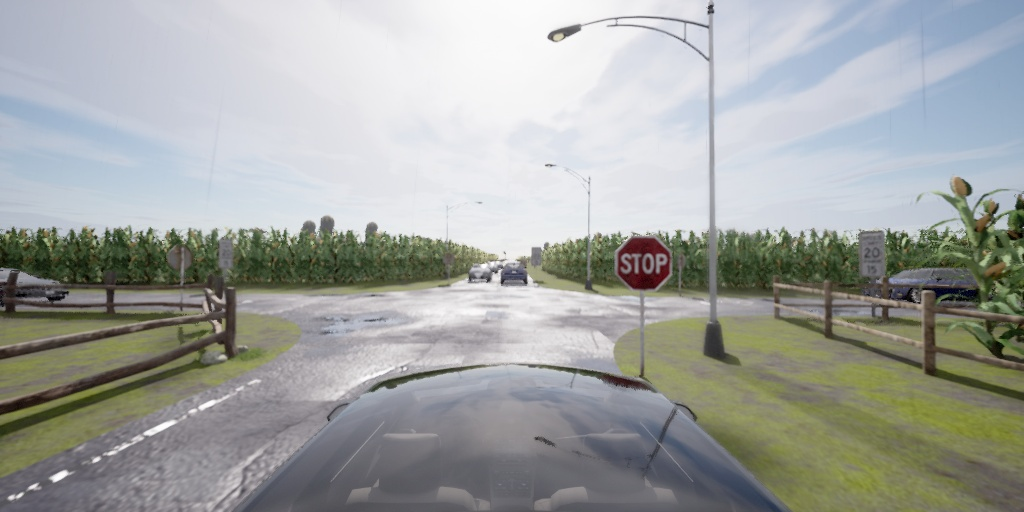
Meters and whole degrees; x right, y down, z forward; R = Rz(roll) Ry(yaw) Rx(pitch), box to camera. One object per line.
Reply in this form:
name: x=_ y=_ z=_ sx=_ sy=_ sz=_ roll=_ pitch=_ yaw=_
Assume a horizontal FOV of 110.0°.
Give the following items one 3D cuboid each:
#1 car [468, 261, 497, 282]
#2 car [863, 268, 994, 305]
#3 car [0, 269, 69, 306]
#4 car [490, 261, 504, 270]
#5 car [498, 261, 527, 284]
car: x=-2.774 y=1.453 z=32.042 sx=2.128 sy=1.511 sz=4.902 roll=0 pitch=0 yaw=0
car: x=19.913 y=1.371 z=17.317 sx=4.553 sy=1.767 sz=2.097 roll=0 pitch=-1 yaw=1
car: x=-21.455 y=1.239 z=14.885 sx=4.674 sy=1.442 sz=1.812 roll=0 pitch=-1 yaw=1
car: x=-2.621 y=1.662 z=63.922 sx=2.128 sy=1.511 sz=4.902 roll=0 pitch=0 yaw=1
car: x=0.168 y=1.299 z=29.839 sx=2.097 sy=1.767 sz=4.553 roll=0 pitch=0 yaw=0
